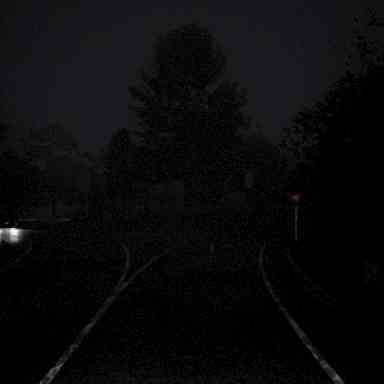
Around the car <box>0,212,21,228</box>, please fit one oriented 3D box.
[{"bbox_3d":[-16.696,2.503,29.797,1.994,1.385,4.181,1,-3,-32],"label":"car"}]

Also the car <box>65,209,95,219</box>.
[{"bbox_3d":[-16.358,3.250,48.745,1.994,1.385,4.181,-2,-2,39],"label":"car"}]

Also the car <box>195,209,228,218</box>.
[{"bbox_3d":[3.219,3.498,54.298,5.357,1.411,2.033,0,-2,22],"label":"car"}]
